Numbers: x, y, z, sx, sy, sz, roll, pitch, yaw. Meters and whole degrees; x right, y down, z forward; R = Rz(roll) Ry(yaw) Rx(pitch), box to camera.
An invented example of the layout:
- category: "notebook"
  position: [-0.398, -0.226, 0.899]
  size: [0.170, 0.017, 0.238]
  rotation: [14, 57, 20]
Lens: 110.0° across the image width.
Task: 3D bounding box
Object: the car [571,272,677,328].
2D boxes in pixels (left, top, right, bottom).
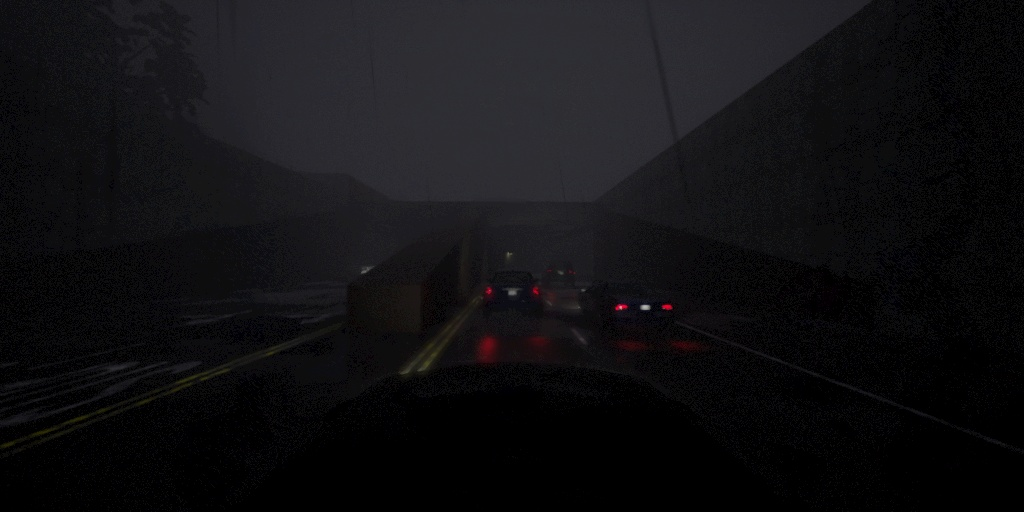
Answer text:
- category: "car"
  position: [3.525, 1.440, 11.951]
  size: [2.033, 1.411, 5.357]
  rotation: [0, -1, 1]

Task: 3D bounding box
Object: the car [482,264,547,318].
- category: "car"
  position: [0.044, 1.273, 14.046]
  size: [2.097, 1.767, 4.553]
  rotation: [0, -1, 0]

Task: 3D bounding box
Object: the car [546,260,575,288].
- category: "car"
  position: [3.534, 1.338, 27.972]
  size: [2.150, 2.045, 5.566]
  rotation: [0, -1, 0]
